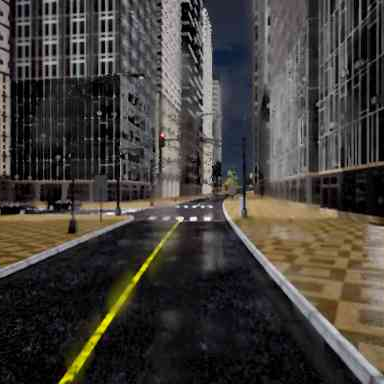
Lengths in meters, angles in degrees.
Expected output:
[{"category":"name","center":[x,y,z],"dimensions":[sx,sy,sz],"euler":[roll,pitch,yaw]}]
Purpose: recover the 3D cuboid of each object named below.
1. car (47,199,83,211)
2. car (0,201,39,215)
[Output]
[{"category":"car","center":[-15.609,1.562,40.817],"dimensions":[4.403,1.369,2.008],"euler":[-1,1,11]},{"category":"car","center":[-17.228,1.579,32.595],"dimensions":[4.403,1.369,2.008],"euler":[-1,1,11]}]
